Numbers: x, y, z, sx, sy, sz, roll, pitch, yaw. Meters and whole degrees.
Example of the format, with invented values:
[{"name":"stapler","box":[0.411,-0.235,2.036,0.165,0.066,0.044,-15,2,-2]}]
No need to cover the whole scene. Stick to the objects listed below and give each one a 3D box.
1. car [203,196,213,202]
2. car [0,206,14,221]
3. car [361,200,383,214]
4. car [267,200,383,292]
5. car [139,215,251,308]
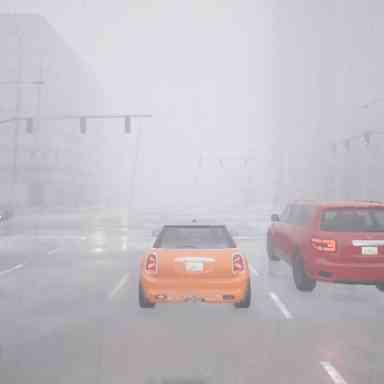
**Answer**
[{"name":"car","box":[3.575,1.552,74.427,1.812,1.442,4.674,0,0,0]},{"name":"car","box":[-15.903,1.360,24.960,4.553,1.767,2.097,0,0,1]},{"name":"car","box":[20.491,1.577,35.256,4.181,1.385,1.994,0,0,1]},{"name":"car","box":[3.543,1.225,9.097,2.150,2.045,5.566,0,0,2]},{"name":"car","box":[0.065,1.355,8.073,2.097,1.767,4.553,0,0,0]}]
